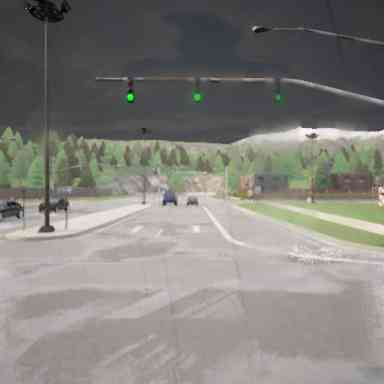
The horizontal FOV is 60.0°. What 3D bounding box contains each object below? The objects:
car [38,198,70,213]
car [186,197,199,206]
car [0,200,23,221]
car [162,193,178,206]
[{"bbox_3d":[-15.086,1.389,36.668,1.882,1.535,5.008,0,0,0],"label":"car"},{"bbox_3d":[0.076,1.423,52.105,2.033,1.411,5.357,0,0,0],"label":"car"},{"bbox_3d":[-15.104,1.442,26.239,1.837,1.490,4.892,0,0,0],"label":"car"},{"bbox_3d":[-3.443,1.096,52.562,2.150,2.045,5.566,0,0,0],"label":"car"}]
